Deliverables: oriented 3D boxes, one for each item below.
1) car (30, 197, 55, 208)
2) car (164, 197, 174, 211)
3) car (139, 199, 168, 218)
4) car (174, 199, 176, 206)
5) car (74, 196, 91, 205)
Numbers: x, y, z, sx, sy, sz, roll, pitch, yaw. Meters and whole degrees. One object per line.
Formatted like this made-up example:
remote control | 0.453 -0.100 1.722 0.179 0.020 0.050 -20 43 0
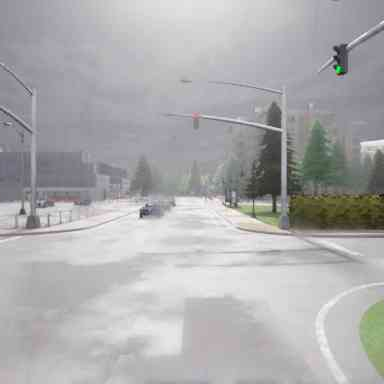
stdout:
car | -20.482 1.396 45.646 1.970 1.475 3.806 0 0 0
car | -3.568 1.575 40.267 1.994 1.385 4.181 0 0 0
car | -3.582 1.609 30.271 1.895 1.301 4.718 0 0 0
car | -3.521 1.491 50.750 1.882 1.535 5.008 0 0 0
car | -17.424 1.388 53.036 1.845 1.501 3.633 0 0 0
